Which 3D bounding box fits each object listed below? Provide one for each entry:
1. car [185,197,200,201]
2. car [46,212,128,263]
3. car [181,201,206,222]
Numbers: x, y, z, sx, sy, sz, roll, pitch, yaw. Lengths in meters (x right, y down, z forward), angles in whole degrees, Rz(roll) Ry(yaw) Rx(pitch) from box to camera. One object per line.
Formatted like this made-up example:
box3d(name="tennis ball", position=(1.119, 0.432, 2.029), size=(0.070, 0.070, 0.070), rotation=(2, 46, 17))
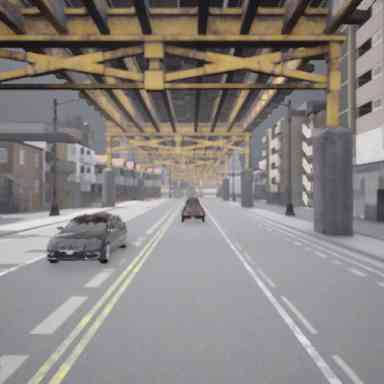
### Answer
box3d(name="car", position=(0.089, 1.405, 44.776), size=(1.882, 1.535, 5.008), rotation=(0, 0, 0))
box3d(name="car", position=(-3.592, 1.551, 12.215), size=(1.837, 1.490, 4.892), rotation=(0, 0, 0))
box3d(name="car", position=(0.095, 1.633, 26.843), size=(1.895, 1.301, 4.718), rotation=(0, 0, 0))
